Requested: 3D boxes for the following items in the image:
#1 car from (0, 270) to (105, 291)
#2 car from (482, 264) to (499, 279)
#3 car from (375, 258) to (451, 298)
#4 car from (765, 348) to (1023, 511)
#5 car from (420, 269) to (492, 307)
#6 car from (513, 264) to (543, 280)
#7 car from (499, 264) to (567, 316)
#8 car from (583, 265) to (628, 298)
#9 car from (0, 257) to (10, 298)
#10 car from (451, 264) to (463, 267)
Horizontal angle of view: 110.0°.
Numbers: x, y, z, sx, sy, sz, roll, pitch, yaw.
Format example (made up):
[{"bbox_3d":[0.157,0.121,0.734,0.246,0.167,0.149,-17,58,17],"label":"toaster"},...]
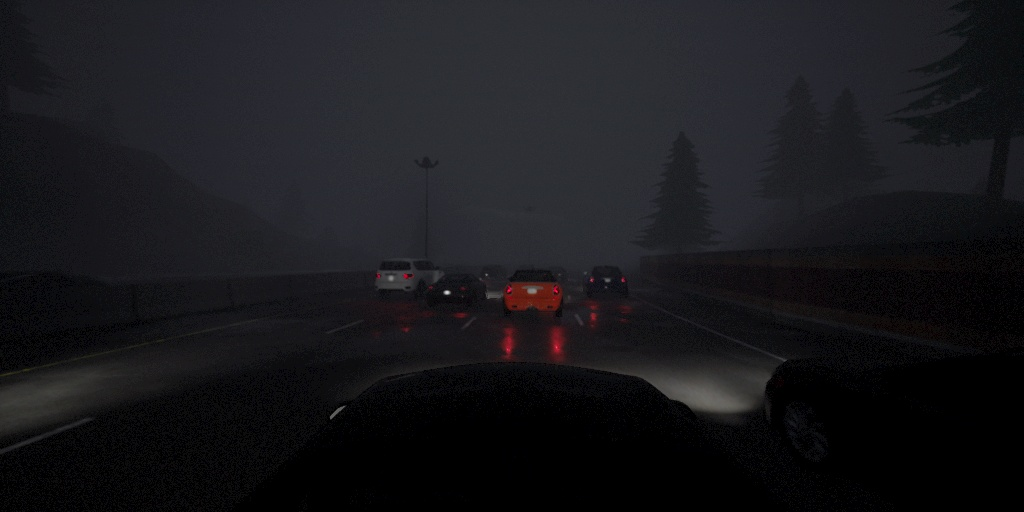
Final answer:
[{"bbox_3d":[-17.055,1.320,12.140,2.128,1.511,4.902,0,-1,5],"label":"car"},{"bbox_3d":[-1.855,1.631,37.631,1.837,1.490,4.892,0,-1,15],"label":"car"},{"bbox_3d":[-5.472,1.156,20.017,2.150,2.045,5.566,0,0,8],"label":"car"},{"bbox_3d":[3.670,1.262,1.932,1.837,1.490,4.892,0,-1,0],"label":"car"},{"bbox_3d":[-2.392,1.465,16.418,1.994,1.385,4.181,0,-1,6],"label":"car"},{"bbox_3d":[1.758,1.624,37.575,2.128,1.511,4.902,0,-1,15],"label":"car"},{"bbox_3d":[0.896,1.236,14.217,2.097,1.767,4.553,0,-1,5],"label":"car"},{"bbox_3d":[5.225,1.310,20.530,2.097,1.767,4.553,0,-1,8],"label":"car"},{"bbox_3d":[-27.291,1.071,15.857,2.150,2.045,5.566,0,-1,5],"label":"car"},{"bbox_3d":[-8.147,1.843,53.016,1.994,1.385,4.181,0,-1,21],"label":"car"}]
